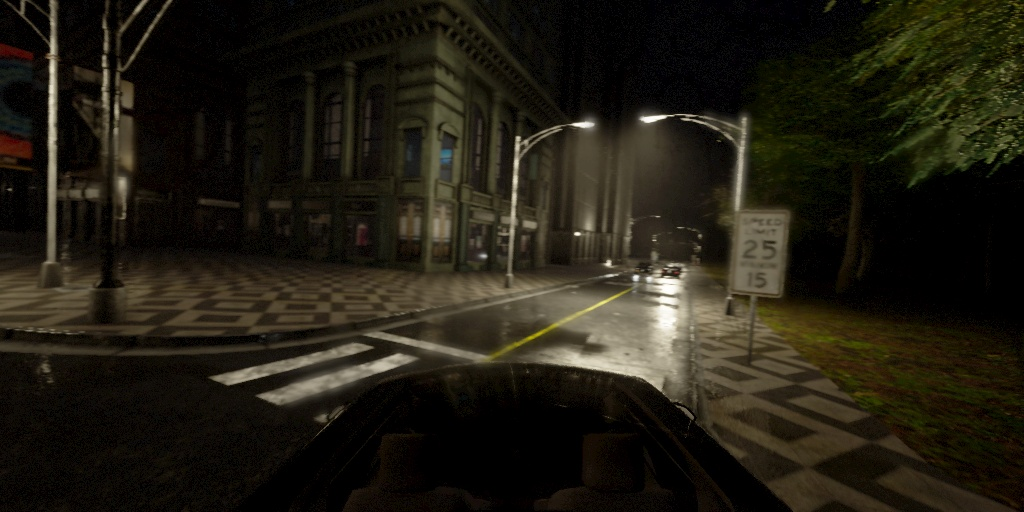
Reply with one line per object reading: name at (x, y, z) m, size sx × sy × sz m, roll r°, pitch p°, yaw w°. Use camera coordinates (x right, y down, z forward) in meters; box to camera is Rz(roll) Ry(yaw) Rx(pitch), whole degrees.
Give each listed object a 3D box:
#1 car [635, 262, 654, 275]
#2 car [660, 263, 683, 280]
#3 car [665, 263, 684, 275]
car at (16.078, 1.451, 43.376) m, size 1.837 × 1.490 × 4.892 m, roll 5°, pitch 2°, yaw 26°
car at (16.954, 1.683, 38.289) m, size 2.033 × 1.411 × 5.357 m, roll 5°, pitch 2°, yaw 27°
car at (22.567, 1.747, 49.672) m, size 2.033 × 1.411 × 5.357 m, roll 5°, pitch 2°, yaw 27°
